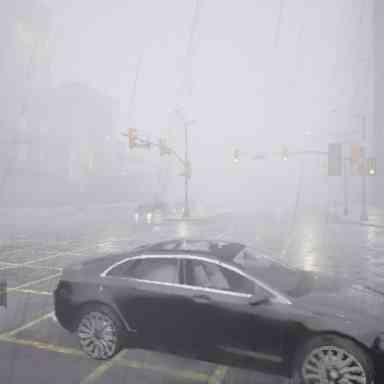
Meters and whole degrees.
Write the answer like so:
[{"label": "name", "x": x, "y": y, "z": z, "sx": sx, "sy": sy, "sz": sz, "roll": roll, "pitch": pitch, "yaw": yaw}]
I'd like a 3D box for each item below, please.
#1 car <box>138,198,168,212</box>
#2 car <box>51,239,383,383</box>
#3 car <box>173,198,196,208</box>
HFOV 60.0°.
[{"label": "car", "x": -4.493, "y": 1.478, "z": 38.786, "sx": 1.882, "sy": 1.535, "sz": 5.008, "roll": 0, "pitch": 0, "yaw": 22}, {"label": "car", "x": 0.370, "y": 1.493, "z": 4.763, "sx": 4.902, "sy": 1.511, "sz": 2.128, "roll": 0, "pitch": 0, "yaw": 20}, {"label": "car", "x": -1.048, "y": 1.601, "z": 48.402, "sx": 1.895, "sy": 1.301, "sz": 4.718, "roll": 0, "pitch": 0, "yaw": 20}]
